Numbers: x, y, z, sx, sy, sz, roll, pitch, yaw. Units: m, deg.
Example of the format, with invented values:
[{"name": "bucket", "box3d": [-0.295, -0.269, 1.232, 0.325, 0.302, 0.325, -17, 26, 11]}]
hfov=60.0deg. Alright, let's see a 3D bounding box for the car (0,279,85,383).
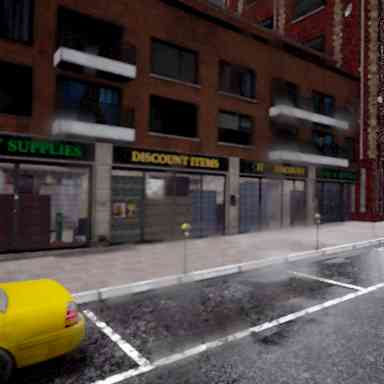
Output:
[{"name": "car", "box3d": [-3.674, 1.534, 3.450, 4.829, 1.417, 1.752, 0, 2, -36]}]
